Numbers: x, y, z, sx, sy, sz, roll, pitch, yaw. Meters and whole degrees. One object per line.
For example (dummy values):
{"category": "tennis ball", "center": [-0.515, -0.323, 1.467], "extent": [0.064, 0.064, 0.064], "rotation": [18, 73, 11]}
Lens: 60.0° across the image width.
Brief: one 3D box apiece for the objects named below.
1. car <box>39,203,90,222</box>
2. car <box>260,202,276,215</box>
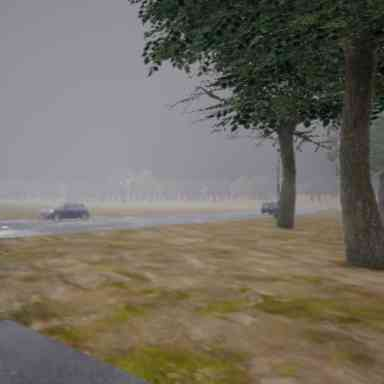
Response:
{"category": "car", "center": [-12.188, 1.809, 31.905], "extent": [2.097, 1.767, 4.553], "rotation": [0, -2, 37]}
{"category": "car", "center": [13.051, 2.668, 54.216], "extent": [2.150, 2.045, 5.566], "rotation": [0, -1, 35]}
